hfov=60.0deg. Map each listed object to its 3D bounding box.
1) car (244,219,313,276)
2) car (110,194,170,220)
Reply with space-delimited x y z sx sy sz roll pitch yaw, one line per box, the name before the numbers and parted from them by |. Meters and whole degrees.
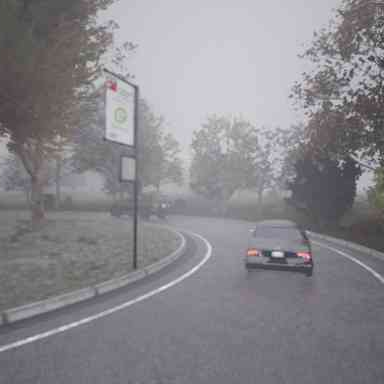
car | 2.744 1.586 10.585 2.033 1.411 5.357 1 0 15
car | -4.381 1.212 27.818 5.566 2.045 2.150 1 0 37
